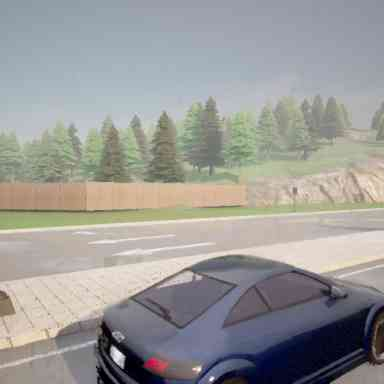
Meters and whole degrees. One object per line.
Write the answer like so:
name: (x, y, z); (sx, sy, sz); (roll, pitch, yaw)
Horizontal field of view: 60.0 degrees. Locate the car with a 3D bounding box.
car: (0.903, 1.563, 4.396); (4.181, 1.385, 1.994); (0, 0, -35)
